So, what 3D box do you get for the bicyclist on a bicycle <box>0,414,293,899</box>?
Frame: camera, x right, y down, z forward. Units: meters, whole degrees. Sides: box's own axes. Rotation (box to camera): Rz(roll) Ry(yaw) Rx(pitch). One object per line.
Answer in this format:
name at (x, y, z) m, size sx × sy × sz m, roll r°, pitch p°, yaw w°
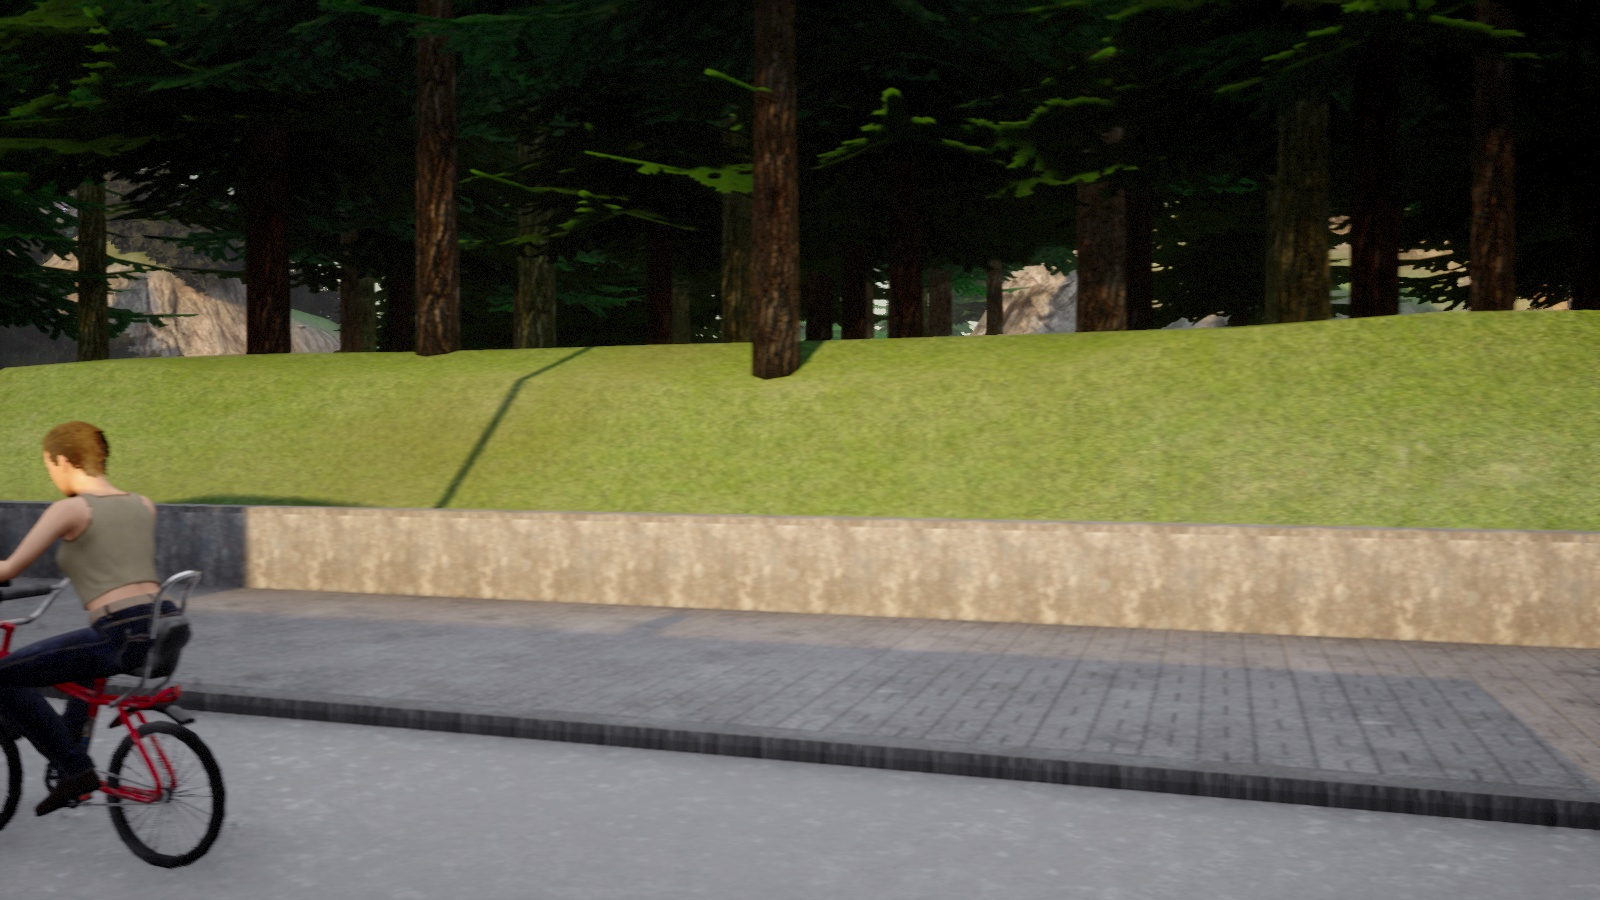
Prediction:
bicyclist on a bicycle at (-2.811, 0.678, 4.672) m, size 1.509 × 1.612 × 0.866 m, roll 1°, pitch 1°, yaw 19°
